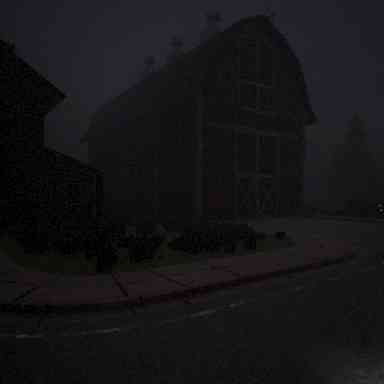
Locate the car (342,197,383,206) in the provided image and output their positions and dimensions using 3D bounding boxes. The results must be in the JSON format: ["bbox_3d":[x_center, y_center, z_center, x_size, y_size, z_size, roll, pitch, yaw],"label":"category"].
[{"bbox_3d":[18.272,1.363,35.134,2.097,1.767,4.553,0,0,-34],"label":"car"}]
